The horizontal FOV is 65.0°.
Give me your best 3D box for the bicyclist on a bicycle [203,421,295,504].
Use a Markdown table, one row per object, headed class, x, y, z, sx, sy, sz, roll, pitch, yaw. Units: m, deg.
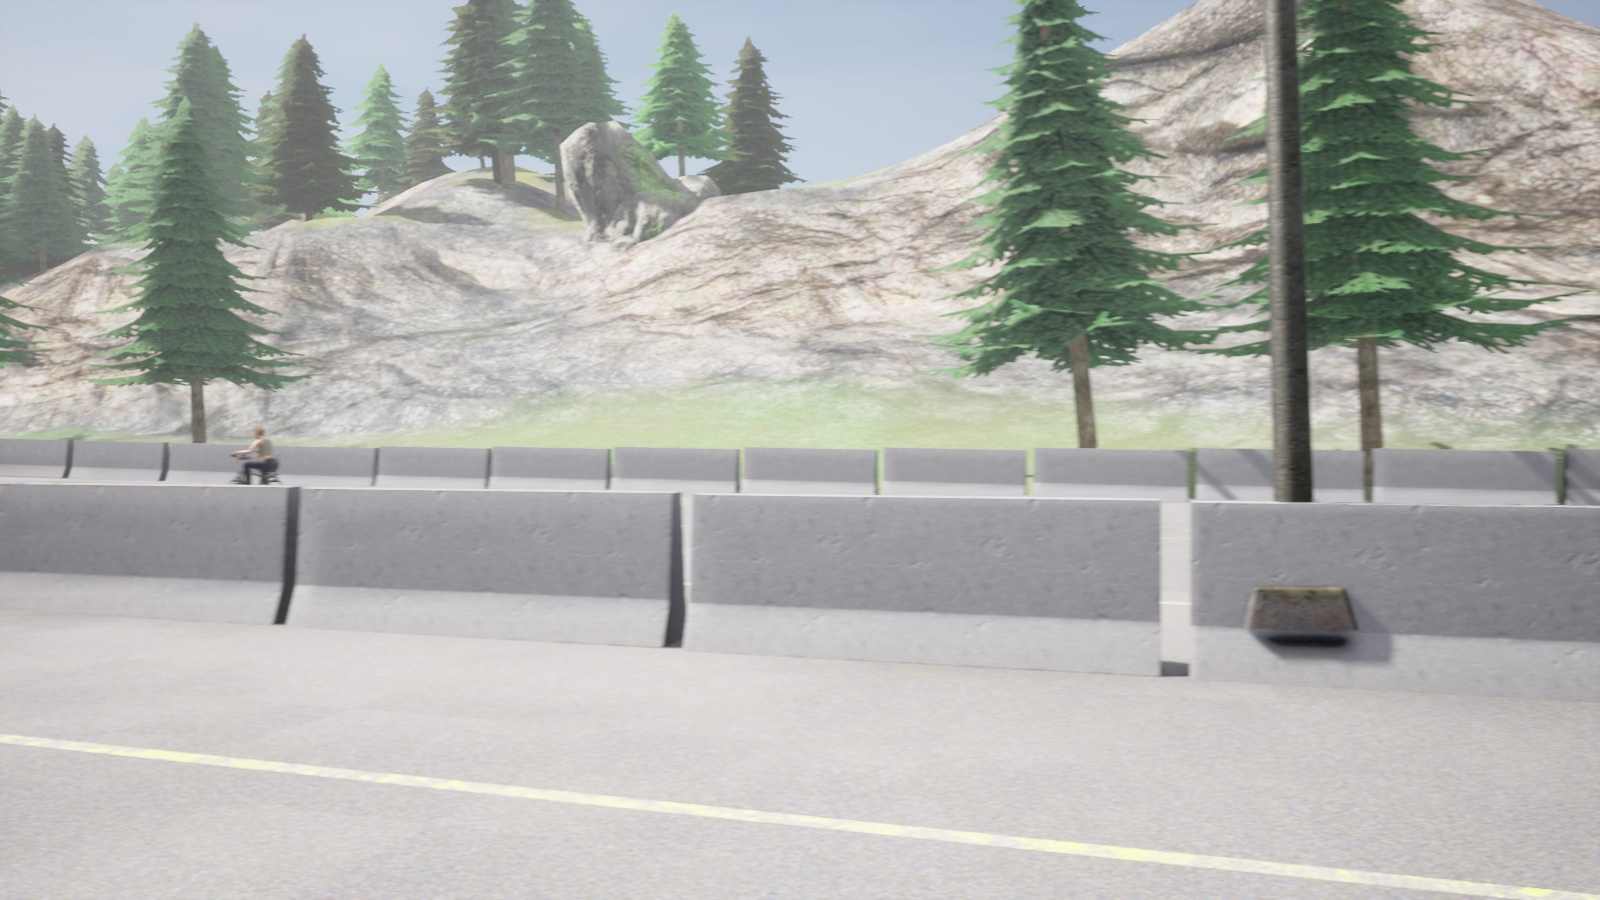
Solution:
| class | x | y | z | sx | sy | sz | roll | pitch | yaw |
| --- | --- | --- | --- | --- | --- | --- | --- | --- | --- |
| bicyclist on a bicycle | -11.135 | 0.235 | 25.404 | 1.509 | 1.612 | 0.866 | 1 | 1 | 18 |
